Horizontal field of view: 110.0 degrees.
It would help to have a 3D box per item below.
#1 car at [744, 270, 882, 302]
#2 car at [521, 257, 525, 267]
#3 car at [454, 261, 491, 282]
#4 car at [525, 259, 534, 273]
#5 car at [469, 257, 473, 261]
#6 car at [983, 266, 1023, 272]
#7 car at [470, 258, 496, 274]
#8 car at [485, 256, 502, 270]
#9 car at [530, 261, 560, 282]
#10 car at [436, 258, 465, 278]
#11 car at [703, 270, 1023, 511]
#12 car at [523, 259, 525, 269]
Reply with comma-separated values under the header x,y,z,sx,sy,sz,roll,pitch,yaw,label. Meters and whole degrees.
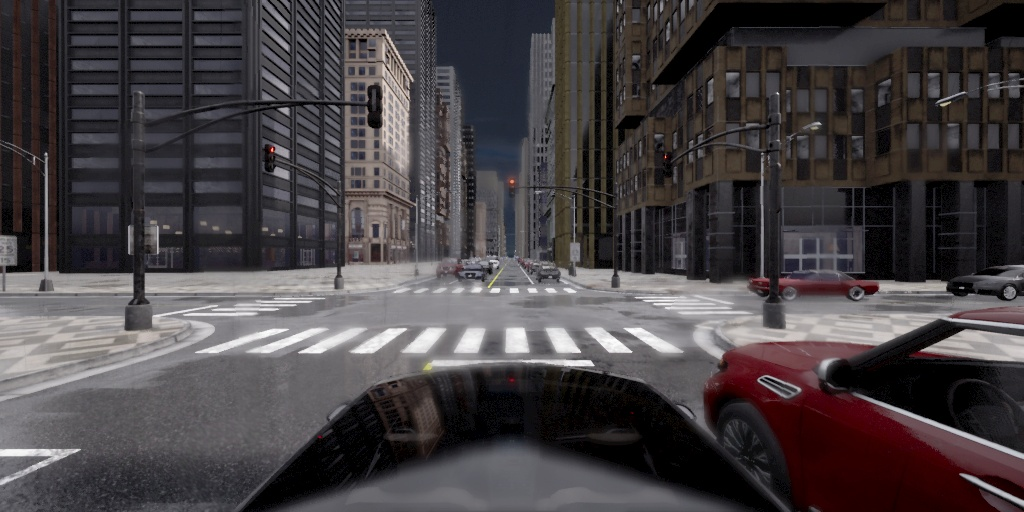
x,y,z,sx,sy,sz,roll,pitch,yaw,label
13.527,1.314,16.346,4.718,1.301,1.895,0,0,0,car
2.790,1.199,56.378,1.967,1.591,4.097,0,0,0,car
-3.083,1.315,28.812,1.994,1.385,4.181,0,0,1,car
2.782,1.304,39.456,2.007,1.370,4.403,0,0,0,car
-5.743,1.193,39.452,1.967,1.591,4.097,0,0,0,car
22.961,1.197,16.388,4.892,1.490,1.837,0,0,0,car
-3.078,1.231,38.889,1.882,1.535,5.008,0,0,0,car
-3.056,0.971,52.869,2.150,2.045,5.566,0,1,0,car
2.776,1.302,28.175,2.007,1.370,4.403,0,0,0,car
-5.746,1.067,33.810,2.192,1.841,5.009,0,0,0,car
2.762,1.065,1.202,2.192,1.841,5.009,0,0,0,car
2.785,1.300,45.097,1.888,1.381,4.507,0,0,0,car
